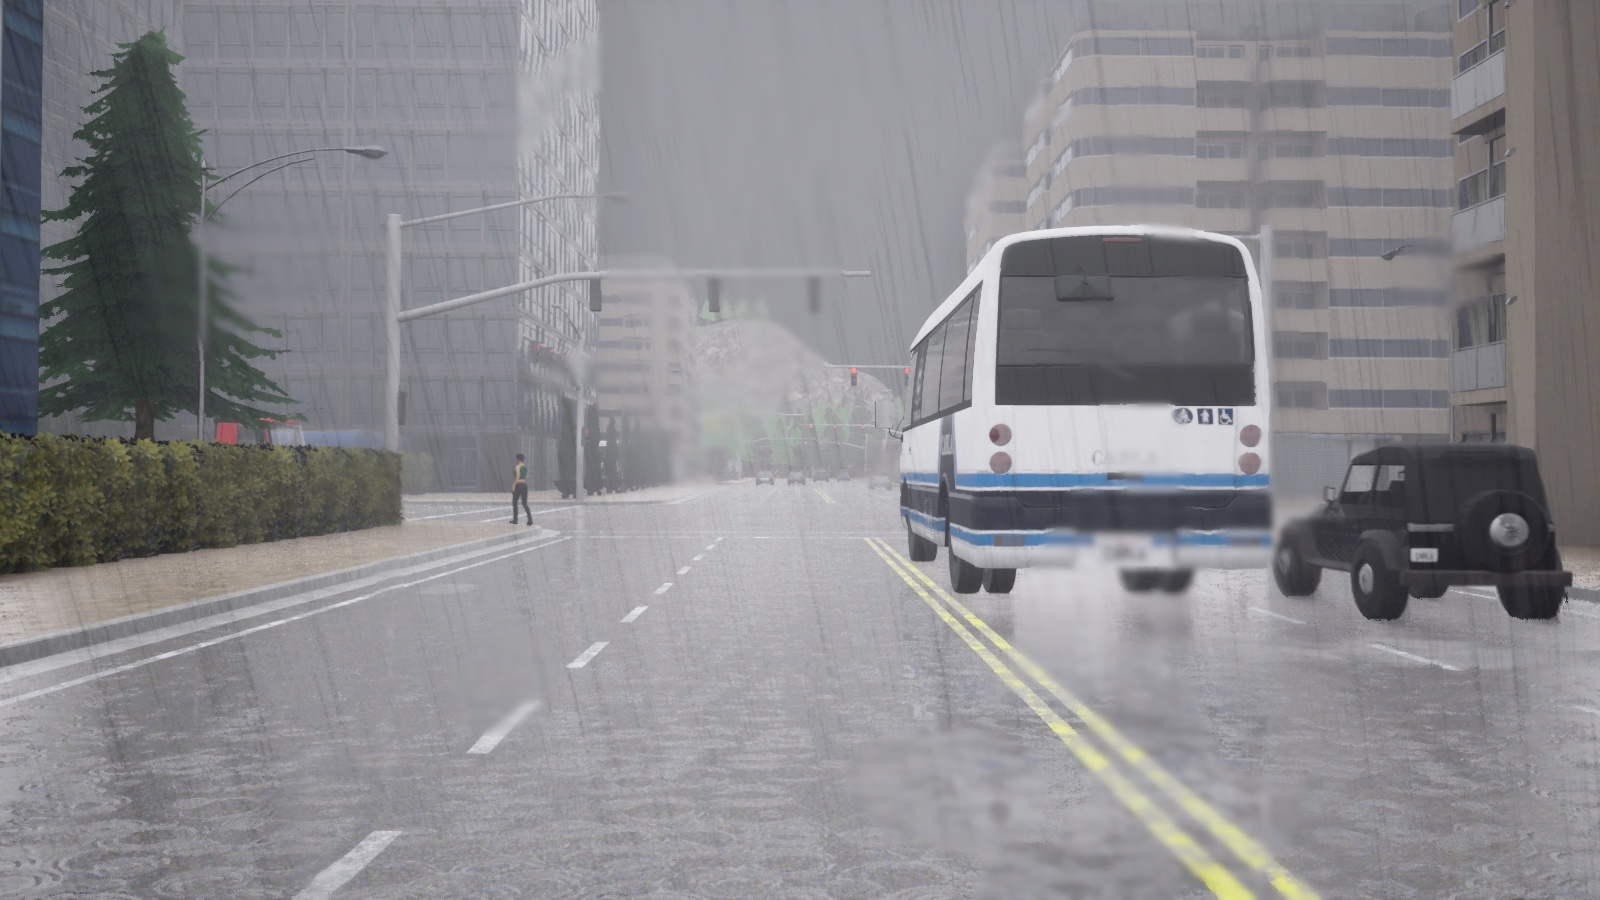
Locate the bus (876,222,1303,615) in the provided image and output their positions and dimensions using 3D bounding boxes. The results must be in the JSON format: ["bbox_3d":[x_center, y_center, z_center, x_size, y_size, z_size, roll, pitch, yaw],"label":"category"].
[{"bbox_3d":[3.446,-0.262,18.756,3.944,4.253,10.273,0,-1,0],"label":"bus"}]

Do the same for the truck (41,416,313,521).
[{"bbox_3d":[-21.336,0.644,43.366,7.936,3.462,2.891,0,-1,-1],"label":"truck"}]

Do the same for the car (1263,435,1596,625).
[{"bbox_3d":[6.947,0.824,14.372,1.905,1.878,3.866,0,-1,1],"label":"car"}]

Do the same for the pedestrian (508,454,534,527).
[{"bbox_3d":[-7.097,1.035,31.902,0.594,1.836,0.345,-1,-1,38],"label":"pedestrian"}]
